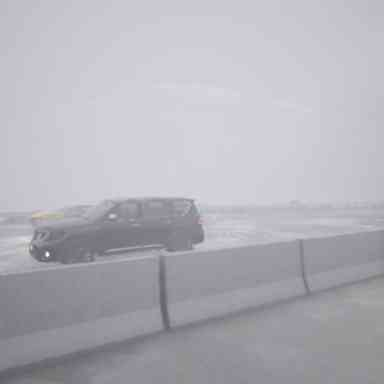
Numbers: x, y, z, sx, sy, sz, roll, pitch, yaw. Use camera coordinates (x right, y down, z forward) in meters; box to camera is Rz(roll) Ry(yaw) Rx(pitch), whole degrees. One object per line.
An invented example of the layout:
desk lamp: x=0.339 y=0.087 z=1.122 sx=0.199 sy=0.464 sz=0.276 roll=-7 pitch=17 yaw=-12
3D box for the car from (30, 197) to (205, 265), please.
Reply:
car: x=-2.177 y=1.187 z=10.846 sx=5.566 sy=2.045 sz=2.150 roll=0 pitch=0 yaw=-33

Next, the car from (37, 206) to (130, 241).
car: x=-5.506 y=1.513 z=16.992 sx=4.181 sy=1.385 sz=1.994 roll=0 pitch=0 yaw=-33

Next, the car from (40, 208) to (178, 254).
car: x=-3.417 y=1.503 z=14.239 sx=5.357 sy=1.411 sz=2.033 roll=0 pitch=0 yaw=-33

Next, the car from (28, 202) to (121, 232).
car: x=-7.031 y=1.418 z=20.181 sx=5.008 sy=1.535 sz=1.882 roll=0 pitch=0 yaw=-33
